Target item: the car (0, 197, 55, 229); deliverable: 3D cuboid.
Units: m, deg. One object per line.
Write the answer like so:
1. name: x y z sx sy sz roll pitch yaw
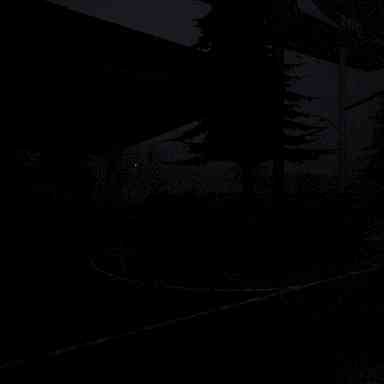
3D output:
1. car: -11.876 1.313 23.538 3.866 1.878 1.905 0 0 -36
